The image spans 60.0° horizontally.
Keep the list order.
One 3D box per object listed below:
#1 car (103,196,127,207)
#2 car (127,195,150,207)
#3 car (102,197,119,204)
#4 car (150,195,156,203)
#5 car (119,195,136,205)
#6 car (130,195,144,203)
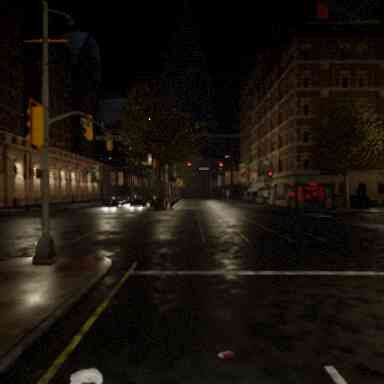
[{"bbox_3d":[-11.526,1.416,49.737,2.128,1.511,4.902,0,0,0],"label":"car"},{"bbox_3d":[-8.025,1.488,50.110,1.994,1.385,4.181,0,0,0],"label":"car"},{"bbox_3d":[-14.757,1.503,60.289,1.895,1.301,4.718,0,0,0],"label":"car"},{"bbox_3d":[-8.007,1.413,60.294,1.837,1.490,4.892,0,0,0],"label":"car"},{"bbox_3d":[-11.507,1.401,59.730,2.128,1.511,4.902,0,0,0],"label":"car"},{"bbox_3d":[-11.508,1.419,69.805,2.128,1.511,4.902,0,0,0],"label":"car"}]
